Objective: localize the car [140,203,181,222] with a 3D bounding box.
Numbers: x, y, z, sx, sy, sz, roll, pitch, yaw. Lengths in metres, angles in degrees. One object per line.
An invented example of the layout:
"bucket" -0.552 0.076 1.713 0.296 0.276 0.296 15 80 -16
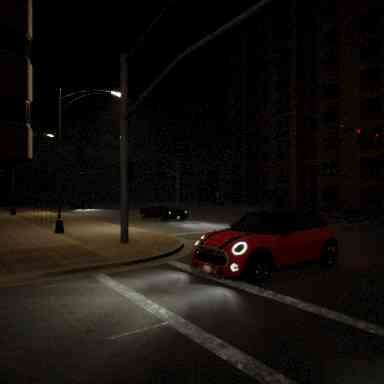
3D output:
"car" -2.298 1.596 26.561 1.895 1.301 4.718 0 0 -36

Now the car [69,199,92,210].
"car" -14.674 1.560 43.794 1.994 1.385 4.181 0 0 -36

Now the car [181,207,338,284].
"car" 2.215 1.348 9.720 4.553 1.767 2.097 0 0 -35
